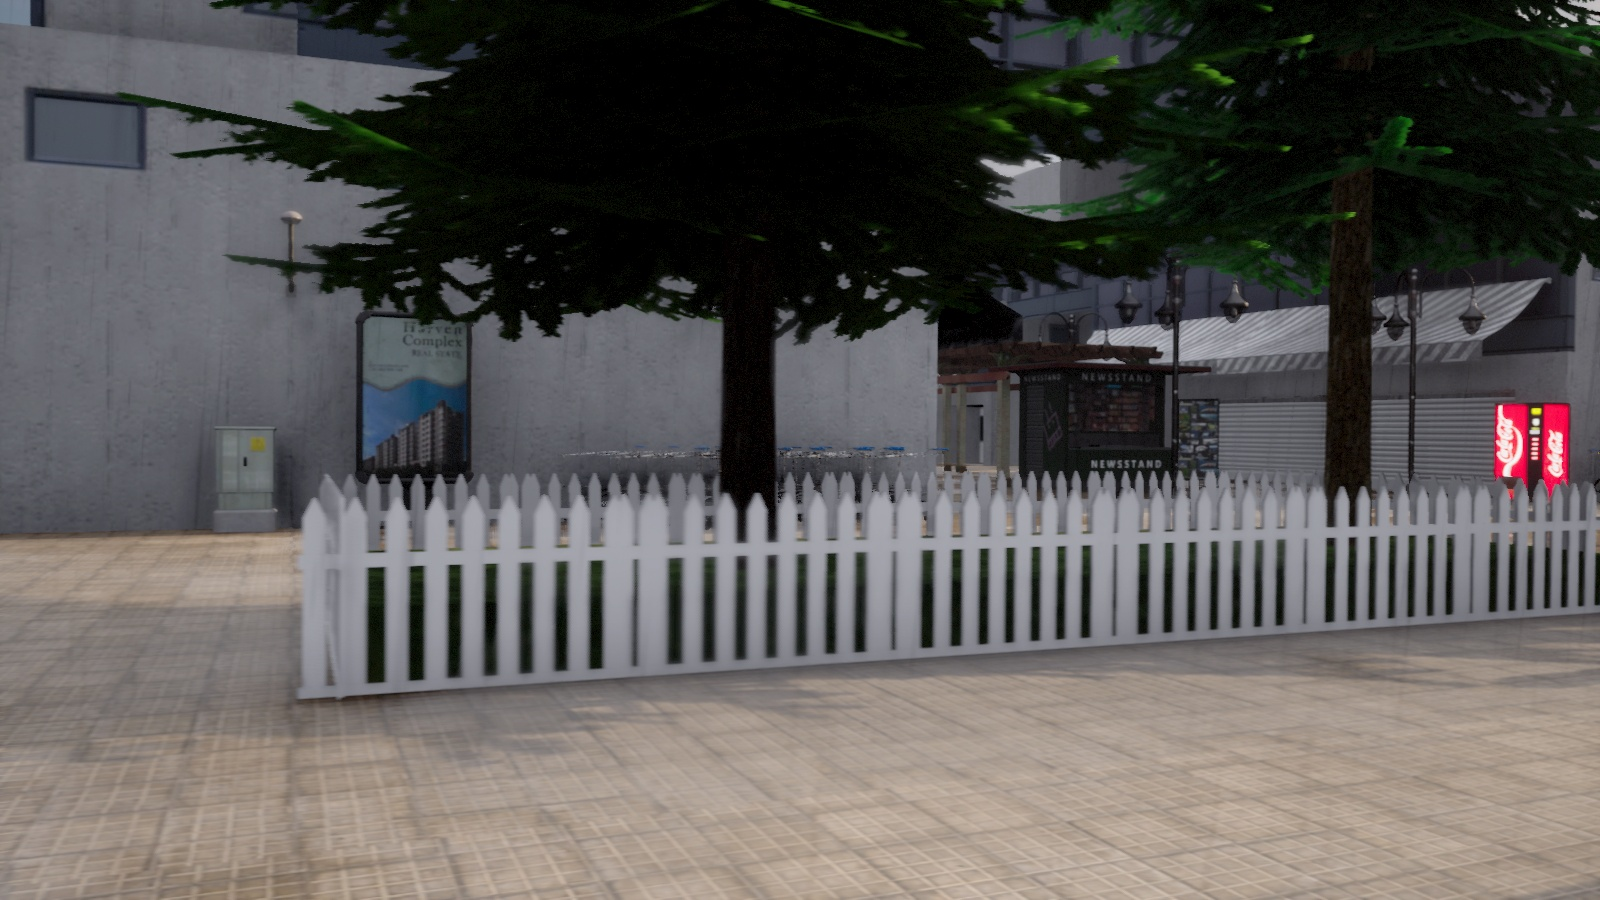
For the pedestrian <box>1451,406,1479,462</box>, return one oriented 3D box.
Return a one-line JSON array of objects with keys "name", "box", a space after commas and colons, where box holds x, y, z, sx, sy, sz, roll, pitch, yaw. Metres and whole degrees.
[{"name": "pedestrian", "box": [23.641, -0.562, 44.629, 0.423, 1.949, 0.788, -1, 1, -18]}]
